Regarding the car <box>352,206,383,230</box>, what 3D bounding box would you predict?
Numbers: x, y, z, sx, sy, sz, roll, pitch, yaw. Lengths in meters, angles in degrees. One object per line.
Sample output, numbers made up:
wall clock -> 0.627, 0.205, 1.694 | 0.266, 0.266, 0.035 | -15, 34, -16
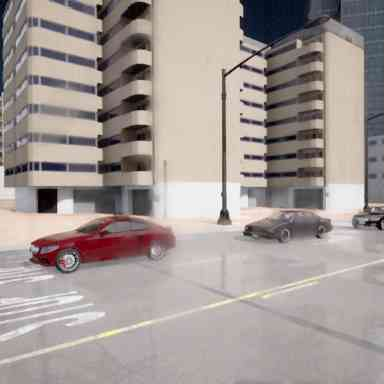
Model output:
car -> 12.770, 1.726, 22.670 | 4.902, 1.511, 2.128 | 1, -1, -38

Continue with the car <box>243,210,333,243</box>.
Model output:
car -> 4.972, 1.636, 16.681 | 5.357, 1.411, 2.033 | 1, -1, -38

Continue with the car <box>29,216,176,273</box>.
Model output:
car -> -2.687, 1.529, 10.779 | 4.674, 1.442, 1.812 | 0, 0, -38
